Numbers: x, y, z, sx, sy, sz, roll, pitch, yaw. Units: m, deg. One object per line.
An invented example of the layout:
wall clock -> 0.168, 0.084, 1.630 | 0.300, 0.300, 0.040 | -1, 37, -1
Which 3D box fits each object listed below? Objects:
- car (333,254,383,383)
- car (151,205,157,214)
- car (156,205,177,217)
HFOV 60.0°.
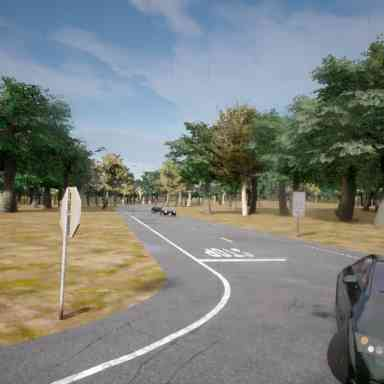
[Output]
car -> 3.144, 1.644, 4.681 | 1.994, 1.385, 4.181 | 1, -1, 22
car -> -5.831, 2.962, 56.908 | 1.882, 1.535, 5.008 | 3, -2, -14
car -> -3.553, 2.851, 48.067 | 1.895, 1.301, 4.718 | 3, -2, -14
